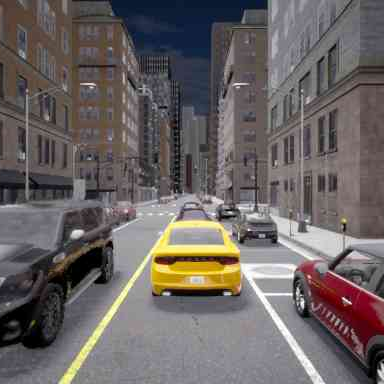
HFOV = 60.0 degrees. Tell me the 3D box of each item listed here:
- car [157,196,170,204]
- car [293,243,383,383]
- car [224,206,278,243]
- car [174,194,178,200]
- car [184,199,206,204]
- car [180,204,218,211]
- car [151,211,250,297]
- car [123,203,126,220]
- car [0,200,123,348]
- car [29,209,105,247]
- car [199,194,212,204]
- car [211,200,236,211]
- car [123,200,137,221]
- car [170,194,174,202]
[{"bbox_3d":[-5.665,1.627,63.827,1.802,1.307,4.206,0,0,0],"label":"car"},{"bbox_3d":[2.853,1.440,4.722,1.967,1.590,4.097,0,0,0],"label":"car"},{"bbox_3d":[2.848,1.552,15.725,2.008,1.369,4.403,0,0,0],"label":"car"},{"bbox_3d":[-5.628,1.639,90.699,1.752,1.417,4.829,0,0,0],"label":"car"},{"bbox_3d":[-0.013,1.529,26.454,1.812,1.442,4.674,0,0,1],"label":"car"},{"bbox_3d":[0.098,1.566,17.643,1.994,1.385,4.181,0,0,-1],"label":"car"},{"bbox_3d":[0.090,1.478,8.649,1.882,1.535,5.008,0,0,0],"label":"car"},{"bbox_3d":[-5.680,1.584,21.222,1.802,1.307,4.206,0,0,0],"label":"car"},{"bbox_3d":[-3.102,1.222,6.631,2.150,2.045,5.566,0,0,0],"label":"car"},{"bbox_3d":[-5.677,1.567,15.721,1.947,1.339,4.313,0,0,0],"label":"car"},{"bbox_3d":[2.860,1.485,63.818,1.967,1.590,4.097,0,0,0],"label":"car"},{"bbox_3d":[2.843,1.570,26.727,1.947,1.339,4.313,0,0,0],"label":"car"},{"bbox_3d":[-5.683,1.444,26.724,1.967,1.590,4.097,0,0,0],"label":"car"},{"bbox_3d":[-5.650,1.617,74.644,2.008,1.369,4.403,0,0,0],"label":"car"}]
